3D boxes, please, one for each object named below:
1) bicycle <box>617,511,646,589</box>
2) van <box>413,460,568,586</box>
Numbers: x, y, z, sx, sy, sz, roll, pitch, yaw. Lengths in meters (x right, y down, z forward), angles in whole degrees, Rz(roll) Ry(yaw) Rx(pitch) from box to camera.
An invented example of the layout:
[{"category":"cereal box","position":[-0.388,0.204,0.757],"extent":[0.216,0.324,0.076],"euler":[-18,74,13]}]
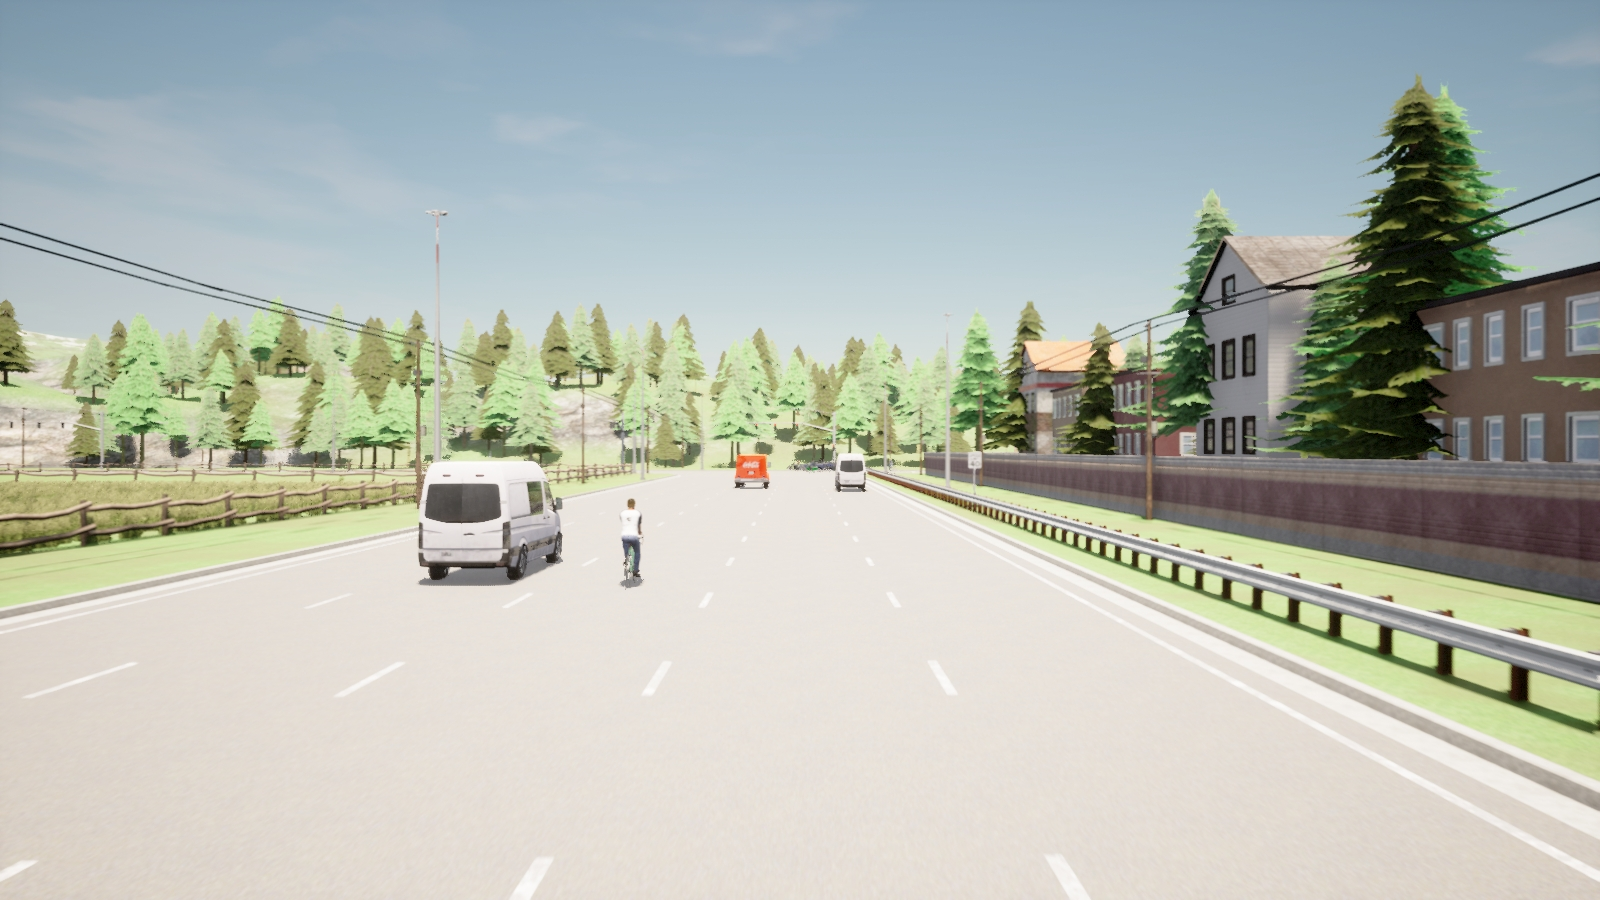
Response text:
[{"category":"bicycle","position":[-3.500,2.056,23.807],"extent":[0.373,1.496,1.643],"euler":[0,0,0]},{"category":"van","position":[-6.996,1.534,26.571],"extent":[1.988,2.561,5.915],"euler":[0,0,0]}]
